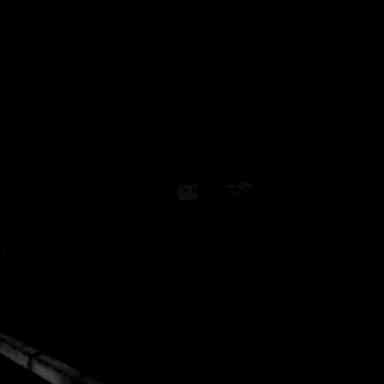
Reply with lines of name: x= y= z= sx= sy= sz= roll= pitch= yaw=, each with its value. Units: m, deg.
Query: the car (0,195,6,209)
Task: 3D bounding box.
car: x=-19.311 y=1.157 z=34.126 sx=2.097 sy=1.767 sz=4.553 roll=-6 pitch=-1 yaw=18
